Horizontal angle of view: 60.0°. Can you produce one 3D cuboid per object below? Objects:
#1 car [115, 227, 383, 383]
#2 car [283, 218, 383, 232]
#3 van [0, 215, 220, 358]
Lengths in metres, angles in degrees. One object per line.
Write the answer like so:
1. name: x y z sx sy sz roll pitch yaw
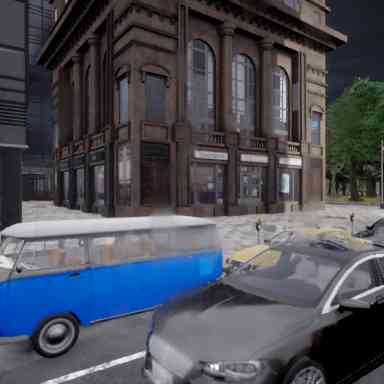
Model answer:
1. car: 1.713 1.491 4.595 4.902 1.511 2.128 0 0 -35
2. car: 2.975 1.526 8.765 4.829 1.417 1.752 0 0 -35
3. van: -1.317 1.341 5.710 3.998 1.788 1.690 0 0 -35
